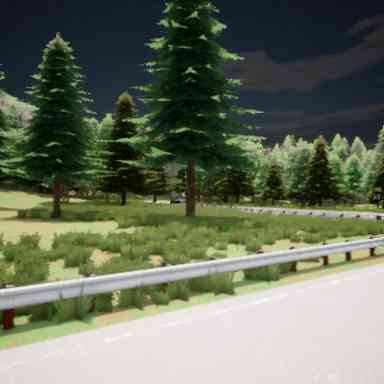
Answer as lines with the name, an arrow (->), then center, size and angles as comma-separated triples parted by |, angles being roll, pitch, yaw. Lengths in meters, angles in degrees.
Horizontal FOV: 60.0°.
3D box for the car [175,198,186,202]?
car -> -2.022, 1.922, 60.258 | 2.128, 1.511, 4.902 | 1, -1, -34
